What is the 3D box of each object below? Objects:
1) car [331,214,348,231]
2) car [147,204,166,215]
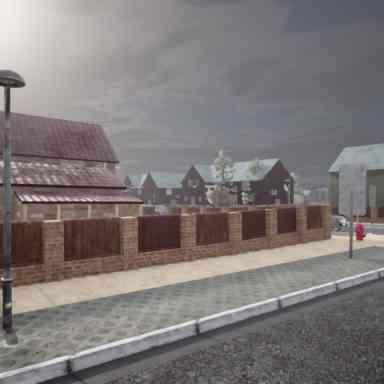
[{"bbox_3d":[7.954,1.812,22.566,2.128,1.511,4.902,2,-2,-37],"label":"car"},{"bbox_3d":[-3.990,2.238,39.035,2.097,1.767,4.553,1,-2,-36],"label":"car"}]
